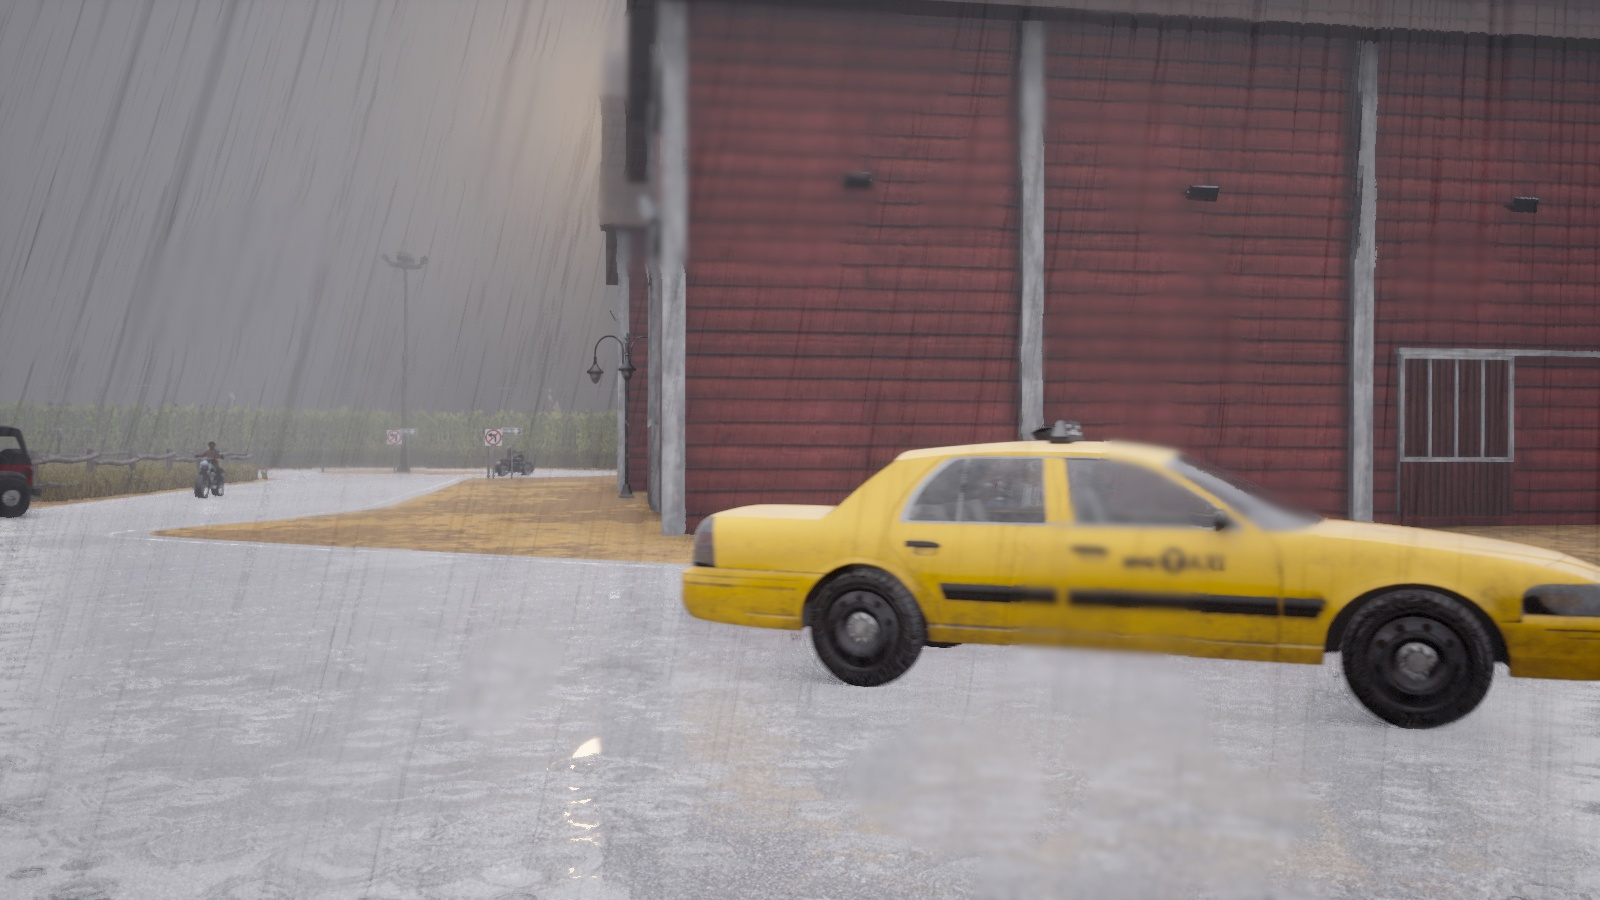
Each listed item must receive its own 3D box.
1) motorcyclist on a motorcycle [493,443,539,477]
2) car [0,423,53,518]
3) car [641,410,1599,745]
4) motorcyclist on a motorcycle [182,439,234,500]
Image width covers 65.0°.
[{"bbox_3d":[-13.988,0.478,61.936,0.766,1.649,2.350,0,0,32],"label":"motorcyclist on a motorcycle"},{"bbox_3d":[-17.082,0.394,24.535,1.905,1.878,3.866,1,0,25],"label":"car"},{"bbox_3d":[1.828,0.591,7.680,5.366,1.575,1.801,0,0,22],"label":"car"},{"bbox_3d":[-16.690,0.526,35.467,0.766,1.649,2.350,0,0,-11],"label":"motorcyclist on a motorcycle"}]
